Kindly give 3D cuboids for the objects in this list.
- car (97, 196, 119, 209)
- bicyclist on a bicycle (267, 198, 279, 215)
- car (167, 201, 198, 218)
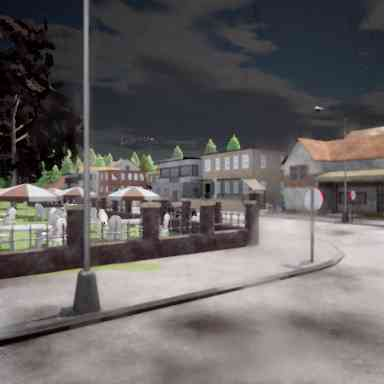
[{"bbox_3d":[-11.401,1.351,43.950,2.097,1.767,4.553,0,0,-35],"label":"car"},{"bbox_3d":[7.695,1.350,31.524,1.656,1.620,0.582,0,0,-35],"label":"bicyclist on a bicycle"},{"bbox_3d":[-1.677,1.548,30.213,2.033,1.411,5.357,0,0,-35],"label":"car"}]
